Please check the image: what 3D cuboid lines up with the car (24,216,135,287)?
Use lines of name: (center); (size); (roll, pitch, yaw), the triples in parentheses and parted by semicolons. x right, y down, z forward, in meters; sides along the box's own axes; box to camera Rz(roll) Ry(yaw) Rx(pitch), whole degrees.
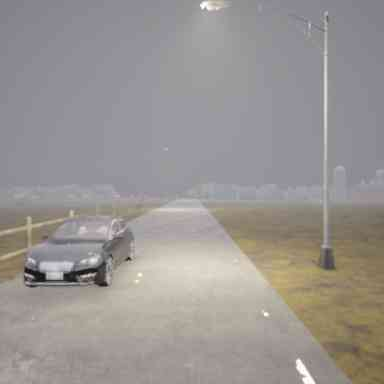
car: (-2.825, 1.463, 9.322); (2.128, 1.511, 4.902); (0, 0, 0)
